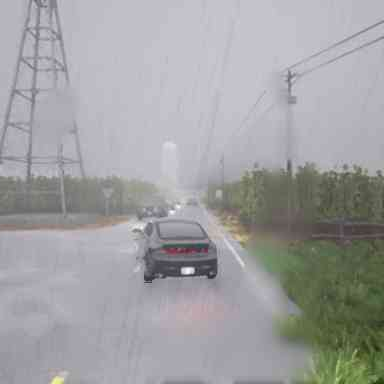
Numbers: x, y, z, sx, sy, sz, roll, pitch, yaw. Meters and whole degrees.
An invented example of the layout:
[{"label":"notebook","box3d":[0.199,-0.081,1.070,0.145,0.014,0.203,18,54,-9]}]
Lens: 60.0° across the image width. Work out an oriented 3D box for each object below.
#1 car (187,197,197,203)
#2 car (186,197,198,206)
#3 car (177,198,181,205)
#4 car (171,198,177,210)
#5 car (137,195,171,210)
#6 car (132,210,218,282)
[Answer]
[{"label":"car","box3d":[0.014,1.676,69.582,1.895,1.301,4.718,0,0,0]},{"label":"car","box3d":[0.012,1.777,59.548,1.994,1.385,4.181,0,0,0]},{"label":"car","box3d":[-3.187,1.832,63.689,1.895,1.301,4.718,0,0,0]},{"label":"car","box3d":[-3.275,1.683,43.845,1.812,1.442,4.674,0,0,0]},{"label":"car","box3d":[-3.288,1.324,28.615,2.150,2.045,5.566,0,0,0]},{"label":"car","box3d":[-0.636,1.532,9.930,1.837,1.490,4.892,1,0,-13]}]
